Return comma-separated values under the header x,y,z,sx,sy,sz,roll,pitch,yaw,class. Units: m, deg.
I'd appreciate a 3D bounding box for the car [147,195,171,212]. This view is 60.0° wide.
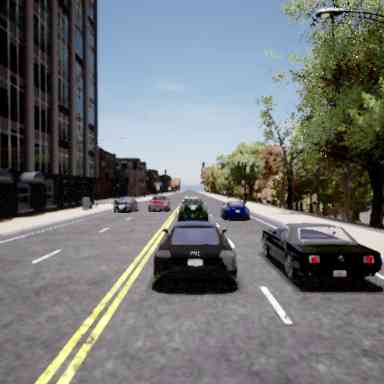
x,y,z,sx,sy,sz,roll,pitch,yaw,class
-3.324,1.081,34.324,2.097,1.767,4.553,0,1,0,car

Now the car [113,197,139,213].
x,y,z,sx,sy,sz,roll,pitch,yaw,class
-6.577,1.229,33.463,2.128,1.511,4.902,0,0,0,car

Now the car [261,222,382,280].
x,y,z,sx,sy,sz,roll,pitch,yaw,class
3.336,1.523,9.686,1.895,1.301,4.718,0,0,0,car

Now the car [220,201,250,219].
x,y,z,sx,sy,sz,roll,pitch,yaw,class
3.346,1.356,26.326,1.994,1.385,4.181,0,0,0,car

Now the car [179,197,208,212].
x,y,z,sx,sy,sz,roll,pitch,yaw,class
0.093,1.152,25.500,2.097,1.767,4.553,0,1,0,car

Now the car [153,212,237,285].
x,y,z,sx,sy,sz,roll,pitch,yaw,class
0.083,1.490,9.256,1.994,1.385,4.181,0,0,0,car
